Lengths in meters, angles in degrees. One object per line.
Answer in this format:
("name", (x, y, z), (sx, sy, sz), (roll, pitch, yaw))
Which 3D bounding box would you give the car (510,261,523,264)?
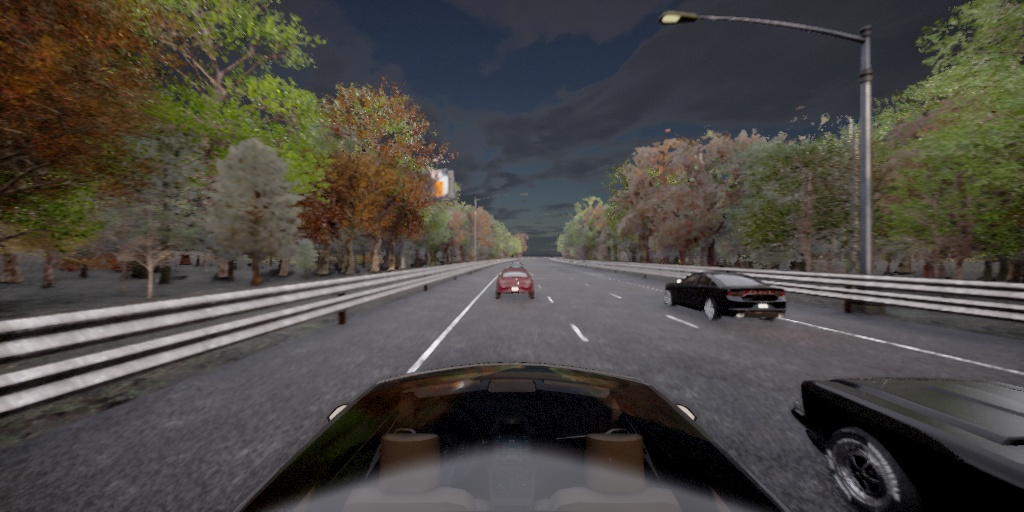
("car", (0.665, 1.444, 51.816), (1.994, 1.385, 4.181), (0, 0, 1))

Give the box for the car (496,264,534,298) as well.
("car", (0.157, 1.320, 18.503), (1.812, 1.442, 4.674), (0, 0, 0))

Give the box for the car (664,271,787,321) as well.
("car", (7.116, 1.264, 12.611), (1.882, 1.535, 5.008), (0, 0, 0))

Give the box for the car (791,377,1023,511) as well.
("car", (3.587, 1.353, 1.241), (1.895, 1.301, 4.718), (0, 0, 0))
